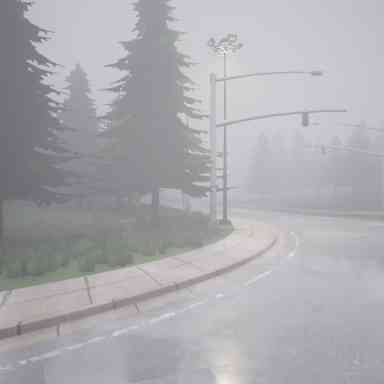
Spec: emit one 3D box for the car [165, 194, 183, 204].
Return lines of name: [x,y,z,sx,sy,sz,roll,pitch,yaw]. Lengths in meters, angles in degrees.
car: [-3.165,1.547,65.415,2.033,1.411,5.357,0,0,-21]

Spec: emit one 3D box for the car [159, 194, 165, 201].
car: [-7.033,1.186,75.158,2.150,2.045,5.566,0,0,-21]
